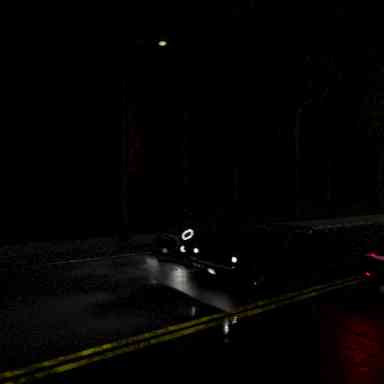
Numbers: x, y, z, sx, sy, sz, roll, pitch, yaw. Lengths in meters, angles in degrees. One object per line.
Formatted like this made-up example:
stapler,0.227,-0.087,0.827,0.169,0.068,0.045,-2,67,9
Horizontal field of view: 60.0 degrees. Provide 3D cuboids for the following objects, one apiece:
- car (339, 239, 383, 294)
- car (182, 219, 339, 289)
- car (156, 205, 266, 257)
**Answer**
car,5.747,1.492,7.538,4.902,1.511,2.128,0,0,-35
car,2.275,1.602,9.299,4.718,1.301,1.895,0,0,-35
car,0.928,1.353,12.331,4.553,1.767,2.097,0,0,-35
